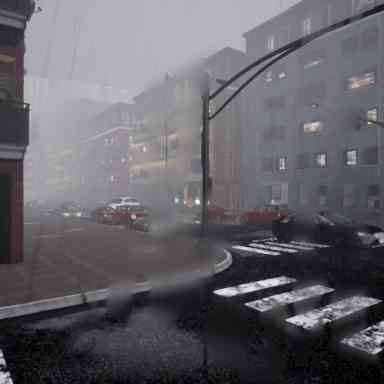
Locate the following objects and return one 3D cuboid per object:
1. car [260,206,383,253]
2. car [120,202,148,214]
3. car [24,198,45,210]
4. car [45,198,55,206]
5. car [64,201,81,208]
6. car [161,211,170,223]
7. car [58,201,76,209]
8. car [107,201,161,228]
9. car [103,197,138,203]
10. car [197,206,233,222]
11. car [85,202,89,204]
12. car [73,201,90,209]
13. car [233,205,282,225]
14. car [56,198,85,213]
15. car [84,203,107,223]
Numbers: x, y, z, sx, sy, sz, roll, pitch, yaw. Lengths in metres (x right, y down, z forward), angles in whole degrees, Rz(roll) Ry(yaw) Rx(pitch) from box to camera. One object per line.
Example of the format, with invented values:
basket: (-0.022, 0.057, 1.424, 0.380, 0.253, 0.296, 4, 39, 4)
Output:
car: (5.626, 1.580, 14.339, 2.128, 1.511, 4.902, 0, -1, -35)
car: (-7.438, 2.037, 42.321, 1.947, 1.339, 4.313, -1, 0, -35)
car: (-26.640, 2.170, 55.927, 1.967, 1.590, 4.097, -1, 0, -35)
car: (-32.974, 2.327, 78.633, 2.192, 1.841, 5.009, -1, 0, -35)
car: (-23.395, 2.376, 65.016, 1.947, 1.339, 4.313, -1, 0, -35)
car: (-3.559, 1.849, 27.406, 1.994, 1.385, 4.181, 0, -1, -35)
car: (-22.236, 2.265, 59.092, 1.812, 1.442, 4.674, 0, -1, -35)
car: (-4.300, 1.693, 24.154, 1.967, 1.590, 4.097, -1, 0, -35)
car: (-8.058, 1.659, 38.956, 2.150, 2.045, 5.566, 0, -1, -35)
car: (2.140, 1.848, 28.707, 1.802, 1.307, 4.206, -1, 0, -35)
car: (-17.012, 2.257, 55.938, 1.802, 1.307, 4.206, -1, 0, -35)
car: (-20.204, 2.325, 60.477, 1.802, 1.307, 4.206, -1, 0, -35)
car: (5.332, 1.638, 24.171, 1.967, 1.590, 4.097, -1, 0, -35)
car: (-17.214, 1.929, 46.935, 2.097, 1.767, 4.553, 0, -1, -35)
car: (-7.489, 1.904, 28.693, 1.802, 1.307, 4.206, -1, 0, -35)
